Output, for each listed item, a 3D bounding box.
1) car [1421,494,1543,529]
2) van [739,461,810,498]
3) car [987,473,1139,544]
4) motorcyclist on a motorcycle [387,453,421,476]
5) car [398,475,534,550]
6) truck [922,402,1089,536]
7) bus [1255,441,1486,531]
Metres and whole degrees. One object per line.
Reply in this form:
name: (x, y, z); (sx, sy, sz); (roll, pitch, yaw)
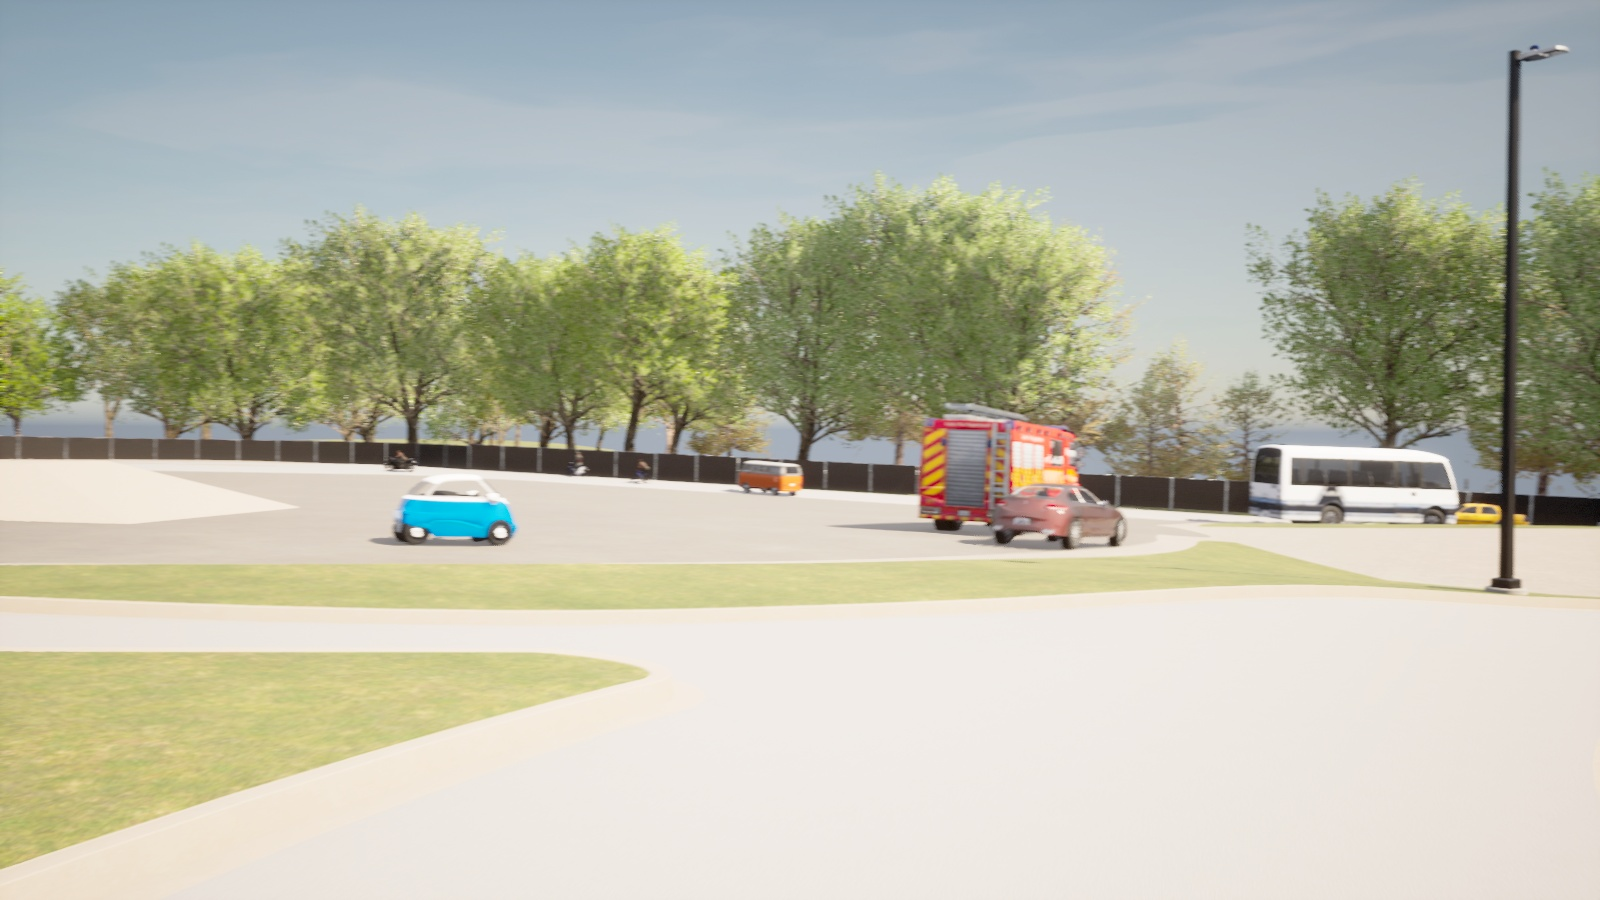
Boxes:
car: (36.383, 3.269, 67.111); (5.366, 1.575, 1.801); (2, 2, 13)
van: (-1.591, 1.764, 76.749); (1.775, 1.987, 4.442); (0, 2, -44)
car: (7.085, 1.531, 33.374); (2.152, 1.651, 5.027); (2, -1, 34)
motorcyclist on a motorcycle: (-27.083, 1.003, 85.950); (2.044, 1.523, 0.797); (2, -2, -3)
car: (-6.553, 1.210, 24.625); (2.207, 1.376, 1.481); (2, -1, -31)
truck: (6.824, 0.652, 40.461); (2.891, 3.827, 8.468); (2, -1, 26)
bus: (29.421, 1.827, 65.013); (10.273, 4.253, 3.944); (1, 1, -8)
